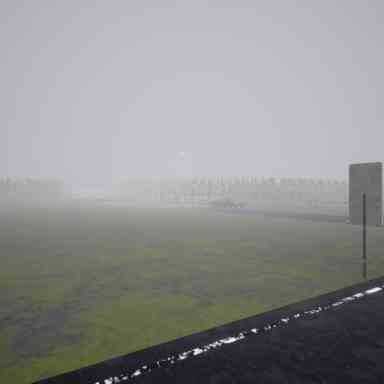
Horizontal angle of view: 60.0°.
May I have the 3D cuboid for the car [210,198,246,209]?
[{"bbox_3d":[4.176,1.365,40.071,1.895,1.301,4.718,0,1,-35],"label":"car"}]
